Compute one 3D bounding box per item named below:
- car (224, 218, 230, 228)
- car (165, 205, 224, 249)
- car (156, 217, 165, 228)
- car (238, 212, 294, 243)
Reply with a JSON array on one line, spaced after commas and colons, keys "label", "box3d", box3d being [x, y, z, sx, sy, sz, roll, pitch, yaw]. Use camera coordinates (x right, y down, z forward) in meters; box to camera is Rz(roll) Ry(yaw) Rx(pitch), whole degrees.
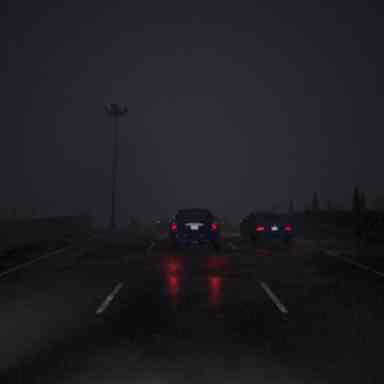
[{"label": "car", "box3d": [3.608, 3.916, 41.417, 1.994, 1.385, 4.181, 0, -7, 0]}, {"label": "car", "box3d": [0.102, 1.486, 15.237, 2.097, 1.767, 4.553, 0, -2, 0]}, {"label": "car", "box3d": [-3.393, 3.923, 41.763, 1.812, 1.442, 4.674, 0, -7, 0]}, {"label": "car", "box3d": [3.603, 1.742, 17.008, 2.033, 1.411, 5.357, 0, -2, 0]}]
